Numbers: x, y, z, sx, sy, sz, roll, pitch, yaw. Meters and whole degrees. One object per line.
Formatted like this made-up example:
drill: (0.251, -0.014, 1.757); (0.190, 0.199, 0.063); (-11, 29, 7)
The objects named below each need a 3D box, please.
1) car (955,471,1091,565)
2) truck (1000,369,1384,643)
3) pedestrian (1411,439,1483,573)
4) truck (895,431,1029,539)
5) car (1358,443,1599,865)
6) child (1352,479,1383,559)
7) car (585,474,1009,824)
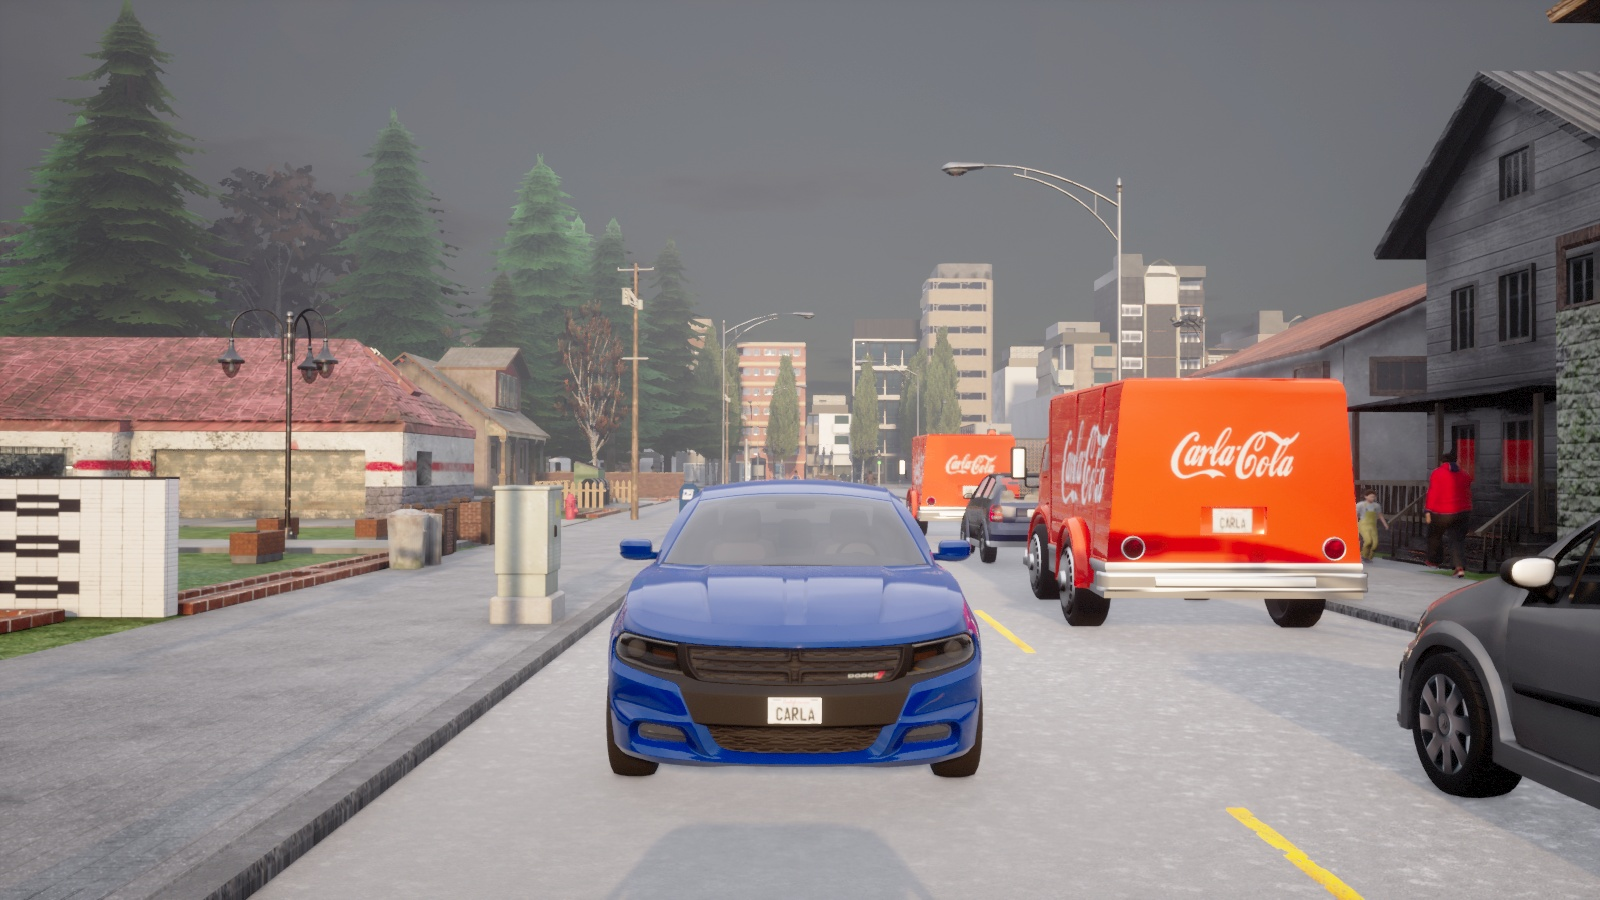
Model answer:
car: (3.938, 1.158, 22.732); (1.789, 1.549, 3.705); (0, -1, 0)
truck: (3.953, 0.546, 13.944); (2.627, 2.467, 5.204); (0, -1, 0)
pedestrian: (9.146, 0.785, 17.773); (0.634, 1.844, 0.899); (0, -1, 9)
truck: (3.919, 0.840, 31.491); (2.627, 2.467, 5.204); (0, -1, -1)
car: (3.986, 0.778, 4.860); (1.851, 1.617, 3.988); (0, -1, 0)
child: (9.177, 1.108, 20.299); (0.270, 1.263, 0.437); (0, -1, -4)
car: (-0.024, 0.928, 8.083); (1.882, 1.535, 5.008); (0, -1, 0)
